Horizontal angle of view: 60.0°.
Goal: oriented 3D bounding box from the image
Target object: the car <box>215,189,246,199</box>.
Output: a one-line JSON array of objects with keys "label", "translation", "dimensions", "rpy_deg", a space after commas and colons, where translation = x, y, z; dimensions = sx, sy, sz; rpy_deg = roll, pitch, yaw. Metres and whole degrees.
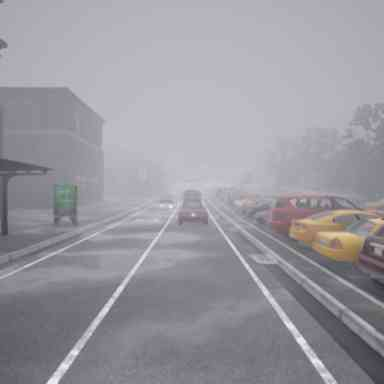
[{"label": "car", "translation": [6.599, 0.339, 57.437], "dimensions": [5.008, 1.535, 2.097], "rpy_deg": [0, 3, 0]}]

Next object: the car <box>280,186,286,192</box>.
[{"label": "car", "translation": [19.720, 0.066, 63.114], "dimensions": [4.674, 1.452, 2.002], "rpy_deg": [0, 3, 0]}]

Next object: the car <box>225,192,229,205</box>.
[{"label": "car", "translation": [6.520, 1.123, 37.933], "dimensions": [4.792, 1.488, 2.163], "rpy_deg": [0, 1, 0]}]

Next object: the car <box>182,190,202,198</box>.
[{"label": "car", "translation": [0.025, 0.703, 40.572], "dimensions": [2.150, 2.045, 5.566], "rpy_deg": [0, 2, 0]}]

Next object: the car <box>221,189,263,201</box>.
[{"label": "car", "translation": [6.492, 0.800, 43.501], "dimensions": [4.553, 1.767, 2.185], "rpy_deg": [0, 2, 0]}]

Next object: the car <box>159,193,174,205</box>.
[{"label": "car", "translation": [-3.369, 0.896, 45.121], "dimensions": [2.033, 1.411, 5.357], "rpy_deg": [0, 2, 0]}]

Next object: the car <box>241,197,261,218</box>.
[{"label": "car", "translation": [6.405, 1.361, 24.001], "dimensions": [5.008, 1.535, 2.097], "rpy_deg": [0, 1, 0]}]

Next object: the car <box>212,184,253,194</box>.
[{"label": "car", "translation": [6.617, 0.226, 54.635], "dimensions": [5.566, 2.045, 2.435], "rpy_deg": [0, 3, 0]}]

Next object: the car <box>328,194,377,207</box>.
[{"label": "car", "translation": [19.581, 1.012, 40.695], "dimensions": [4.892, 1.521, 2.231], "rpy_deg": [0, 2, 0]}]

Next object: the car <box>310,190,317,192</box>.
[{"label": "car", "translation": [19.615, 0.821, 46.399], "dimensions": [5.008, 1.535, 2.097], "rpy_deg": [0, 2, 0]}]

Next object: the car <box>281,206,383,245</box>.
[{"label": "car", "translation": [6.341, 1.444, 12.863], "dimensions": [5.008, 1.535, 2.097], "rpy_deg": [0, 0, 0]}]

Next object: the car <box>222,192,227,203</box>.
[{"label": "car", "translation": [6.478, 1.043, 40.720], "dimensions": [4.792, 1.488, 2.163], "rpy_deg": [0, 2, 0]}]

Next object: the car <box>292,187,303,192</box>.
[{"label": "car", "translation": [19.854, 0.470, 54.633], "dimensions": [5.366, 1.575, 1.946], "rpy_deg": [0, 3, 0]}]

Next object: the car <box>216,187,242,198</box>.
[{"label": "car", "translation": [6.652, 0.067, 60.206], "dimensions": [4.553, 1.767, 2.185], "rpy_deg": [0, 3, 0]}]

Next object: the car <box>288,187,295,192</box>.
[{"label": "car", "translation": [19.713, 0.364, 57.424], "dimensions": [4.792, 1.488, 2.163], "rpy_deg": [0, 3, 0]}]

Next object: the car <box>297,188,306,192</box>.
[{"label": "car", "translation": [19.838, 0.599, 51.841], "dimensions": [5.366, 1.575, 1.946], "rpy_deg": [0, 3, 0]}]

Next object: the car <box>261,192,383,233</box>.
[{"label": "car", "translation": [6.390, 1.177, 15.644], "dimensions": [5.566, 2.045, 2.435], "rpy_deg": [0, 0, 0]}]

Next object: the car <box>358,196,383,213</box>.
[{"label": "car", "translation": [19.354, 1.218, 32.463], "dimensions": [5.366, 1.575, 1.946], "rpy_deg": [0, 1, 0]}]

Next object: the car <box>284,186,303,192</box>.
[{"label": "car", "translation": [19.704, 0.221, 60.333], "dimensions": [4.674, 1.452, 2.002], "rpy_deg": [0, 3, 0]}]

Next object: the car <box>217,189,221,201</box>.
[{"label": "car", "translation": [6.527, 0.753, 49.085], "dimensions": [4.792, 1.488, 2.163], "rpy_deg": [0, 2, 0]}]

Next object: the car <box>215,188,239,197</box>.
[{"label": "car", "translation": [6.566, 0.607, 51.860], "dimensions": [4.892, 1.521, 2.231], "rpy_deg": [0, 2, 0]}]

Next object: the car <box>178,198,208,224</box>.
[{"label": "car", "translation": [0.077, 1.393, 23.121], "dimensions": [1.994, 1.385, 4.181], "rpy_deg": [0, 1, 0]}]

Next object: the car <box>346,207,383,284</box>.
[{"label": "car", "translation": [6.283, 1.351, 7.421], "dimensions": [4.553, 1.767, 2.185], "rpy_deg": [0, 0, 0]}]

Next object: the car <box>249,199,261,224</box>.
[{"label": "car", "translation": [6.365, 1.420, 21.215], "dimensions": [4.792, 1.488, 2.163], "rpy_deg": [0, 0, 0]}]

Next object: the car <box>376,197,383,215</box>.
[{"label": "car", "translation": [19.529, 1.275, 29.673], "dimensions": [5.008, 1.535, 2.097], "rpy_deg": [0, 1, 0]}]

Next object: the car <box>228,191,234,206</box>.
[{"label": "car", "translation": [6.506, 1.039, 35.143], "dimensions": [4.553, 1.767, 2.185], "rpy_deg": [0, 1, 0]}]

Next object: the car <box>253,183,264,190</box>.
[{"label": "car", "translation": [19.598, -1.045, 92.867], "dimensions": [5.008, 1.535, 2.097], "rpy_deg": [0, 4, 0]}]

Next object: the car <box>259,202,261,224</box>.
[{"label": "car", "translation": [6.376, 1.452, 18.429], "dimensions": [4.674, 1.452, 2.002], "rpy_deg": [0, 0, 0]}]

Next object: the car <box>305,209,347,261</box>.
[{"label": "car", "translation": [6.515, 1.458, 10.079], "dimensions": [5.366, 1.575, 1.946], "rpy_deg": [0, 0, 0]}]

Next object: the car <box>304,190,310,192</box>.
[{"label": "car", "translation": [19.607, 0.744, 49.190], "dimensions": [4.792, 1.488, 2.163], "rpy_deg": [0, 2, 0]}]

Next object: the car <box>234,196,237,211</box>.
[{"label": "car", "translation": [6.446, 1.319, 29.580], "dimensions": [4.674, 1.452, 2.002], "rpy_deg": [0, 1, 0]}]

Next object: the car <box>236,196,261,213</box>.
[{"label": "car", "translation": [6.421, 1.324, 26.791], "dimensions": [5.008, 1.535, 2.097], "rpy_deg": [0, 1, 0]}]

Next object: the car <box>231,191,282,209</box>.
[{"label": "car", "translation": [6.490, 1.100, 32.363], "dimensions": [4.553, 1.767, 2.185], "rpy_deg": [0, 1, 0]}]
